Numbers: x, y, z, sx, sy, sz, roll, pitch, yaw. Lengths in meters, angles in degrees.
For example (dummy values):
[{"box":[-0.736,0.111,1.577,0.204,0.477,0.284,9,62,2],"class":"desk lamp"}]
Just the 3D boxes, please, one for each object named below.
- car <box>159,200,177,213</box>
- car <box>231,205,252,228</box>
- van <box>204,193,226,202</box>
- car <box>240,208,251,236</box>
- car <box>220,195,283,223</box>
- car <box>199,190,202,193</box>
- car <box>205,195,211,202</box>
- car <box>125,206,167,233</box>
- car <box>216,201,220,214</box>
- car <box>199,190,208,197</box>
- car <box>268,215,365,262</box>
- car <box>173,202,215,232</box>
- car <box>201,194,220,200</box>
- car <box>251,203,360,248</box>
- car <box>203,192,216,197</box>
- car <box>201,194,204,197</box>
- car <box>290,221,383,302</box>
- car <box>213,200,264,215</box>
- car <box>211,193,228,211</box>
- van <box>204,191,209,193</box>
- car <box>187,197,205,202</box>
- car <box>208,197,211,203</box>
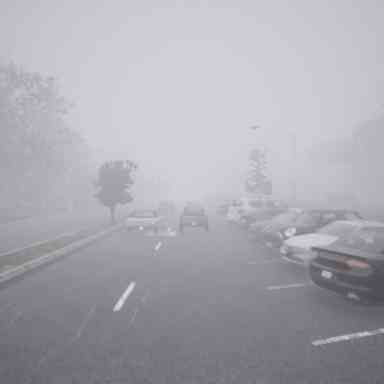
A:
[{"box":[-2.876,1.672,38.785,2.128,1.511,4.902,0,1,0],"class":"car"},{"box":[5.108,1.703,19.663,4.792,1.488,2.163,1,-1,-20],"class":"car"},{"box":[5.010,1.286,73.553,4.442,1.987,1.878,1,1,-20],"class":"van"},{"box":[5.083,1.698,16.638,4.674,1.452,2.002,1,0,-20],"class":"car"},{"box":[5.113,1.438,22.664,5.566,2.045,2.435,1,0,-20],"class":"car"},{"box":[5.147,1.246,76.595,5.566,2.045,2.435,1,0,-20],"class":"car"},{"box":[5.079,1.631,55.667,4.792,1.488,2.163,1,1,-20],"class":"car"},{"box":[-2.887,1.794,21.191,1.895,1.301,4.718,0,0,0],"class":"car"},{"box":[4.914,1.693,25.591,5.366,1.575,1.946,1,0,-20],"class":"car"},{"box":[5.092,1.276,70.599,5.566,2.045,2.435,1,1,-20],"class":"car"},{"box":[5.079,1.643,10.639,4.674,1.452,2.002,1,0,-20],"class":"car"},{"box":[0.114,1.688,21.878,2.128,1.511,4.902,0,0,0],"class":"car"},{"box":[5.153,1.390,91.522,4.792,1.488,2.163,1,1,-20],"class":"car"},{"box":[5.111,1.505,13.651,4.553,1.767,2.185,1,0,-20],"class":"car"},{"box":[5.080,1.446,61.657,4.553,1.767,2.185,1,0,-20],"class":"car"},{"box":[5.106,1.543,67.632,4.892,1.521,2.231,1,0,-20],"class":"car"},{"box":[5.068,1.572,7.639,5.008,1.535,2.097,1,-1,-20],"class":"car"},{"box":[5.265,1.687,37.737,5.366,1.575,1.946,1,0,-20],"class":"car"},{"box":[5.067,1.454,31.644,5.566,2.045,2.435,1,0,-20],"class":"car"},{"box":[5.221,1.333,64.691,4.442,1.987,1.878,1,0,-20],"class":"van"},{"box":[0.124,1.674,38.794,2.128,1.511,4.902,0,1,0],"class":"car"},{"box":[5.072,1.690,43.661,4.792,1.488,2.163,1,1,-20],"class":"car"}]
